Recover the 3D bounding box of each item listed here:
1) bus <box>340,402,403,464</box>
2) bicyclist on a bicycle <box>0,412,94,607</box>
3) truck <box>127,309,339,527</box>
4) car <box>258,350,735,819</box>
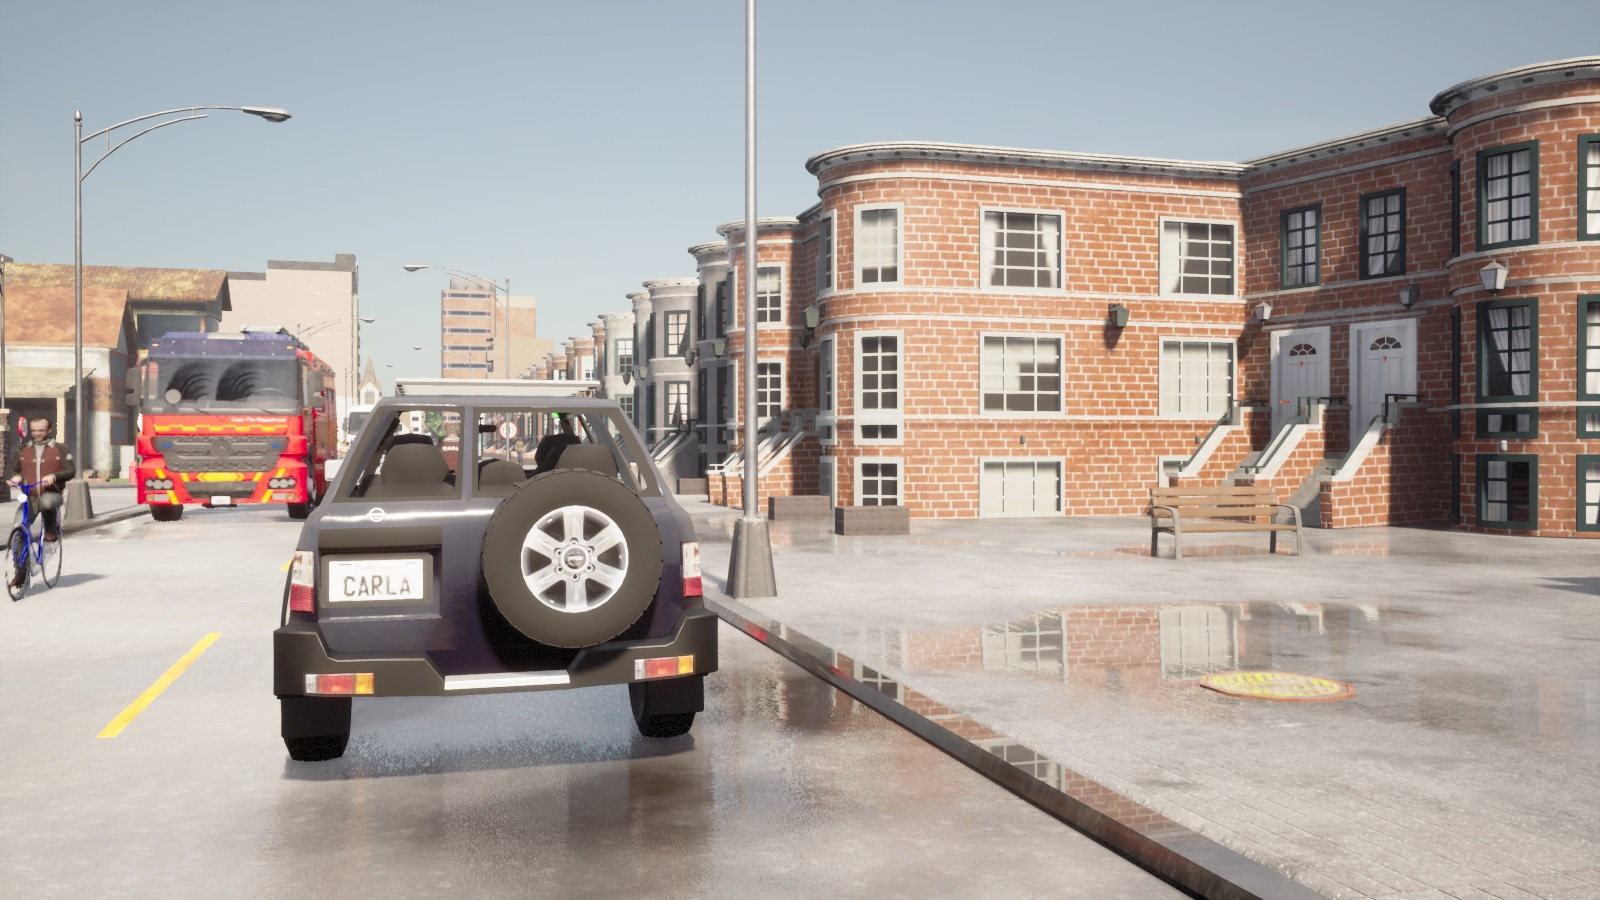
[{"bbox_3d":[-31.177,-1.176,91.738,3.944,4.253,10.273,0,0,-17],"label":"bus"},{"bbox_3d":[-7.512,0.538,12.287,0.659,1.776,1.843,0,0,-17],"label":"bicyclist on a bicycle"},{"bbox_3d":[-11.564,-0.580,26.460,2.891,3.827,8.468,0,0,-16],"label":"truck"},{"bbox_3d":[-1.875,0.518,7.440,1.932,1.855,4.605,0,0,-17],"label":"car"}]
